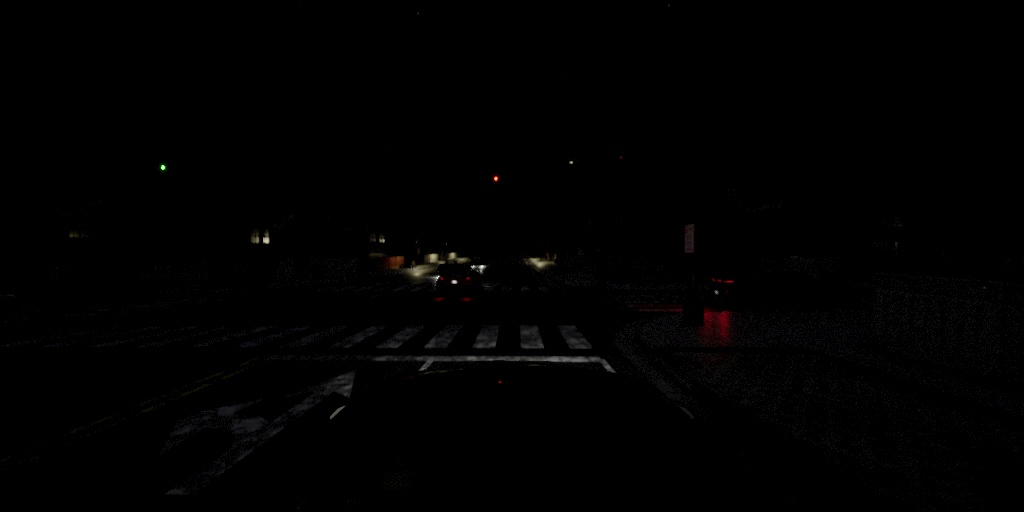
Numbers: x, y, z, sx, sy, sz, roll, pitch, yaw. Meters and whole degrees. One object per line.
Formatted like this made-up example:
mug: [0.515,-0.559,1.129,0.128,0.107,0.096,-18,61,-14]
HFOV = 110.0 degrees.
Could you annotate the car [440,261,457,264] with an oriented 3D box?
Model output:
car: [-6.017,1.151,34.922,1.994,1.385,4.181,0,0,1]

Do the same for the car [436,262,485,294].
car: [-2.849,1.255,20.011,1.994,1.385,4.181,0,1,1]

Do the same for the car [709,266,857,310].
car: [10.095,1.135,13.495,4.902,1.511,2.128,0,0,-1]

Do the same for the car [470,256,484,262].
car: [-5.571,0.769,57.609,1.812,1.442,4.674,0,1,1]
